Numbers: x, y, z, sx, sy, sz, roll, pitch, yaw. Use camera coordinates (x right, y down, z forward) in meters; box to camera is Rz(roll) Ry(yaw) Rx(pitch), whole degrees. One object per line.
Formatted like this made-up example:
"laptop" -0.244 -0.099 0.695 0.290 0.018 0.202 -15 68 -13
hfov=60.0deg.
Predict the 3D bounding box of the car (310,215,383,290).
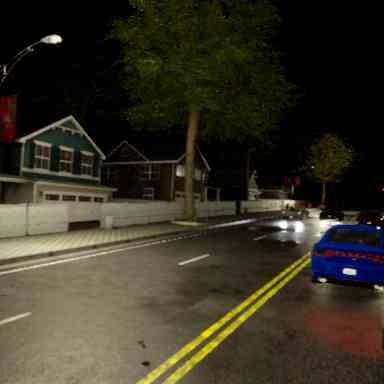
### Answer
"car" 4.714 1.665 9.547 1.882 1.535 5.008 1 0 29

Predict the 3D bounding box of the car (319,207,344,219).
"car" 13.856 2.163 32.905 1.994 1.385 4.181 1 -1 29

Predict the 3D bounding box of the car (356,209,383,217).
"car" 13.553 2.058 25.313 1.812 1.442 4.674 1 0 29

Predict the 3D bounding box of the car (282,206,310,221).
"car" 10.546 2.117 33.651 1.895 1.301 4.718 1 -1 29
